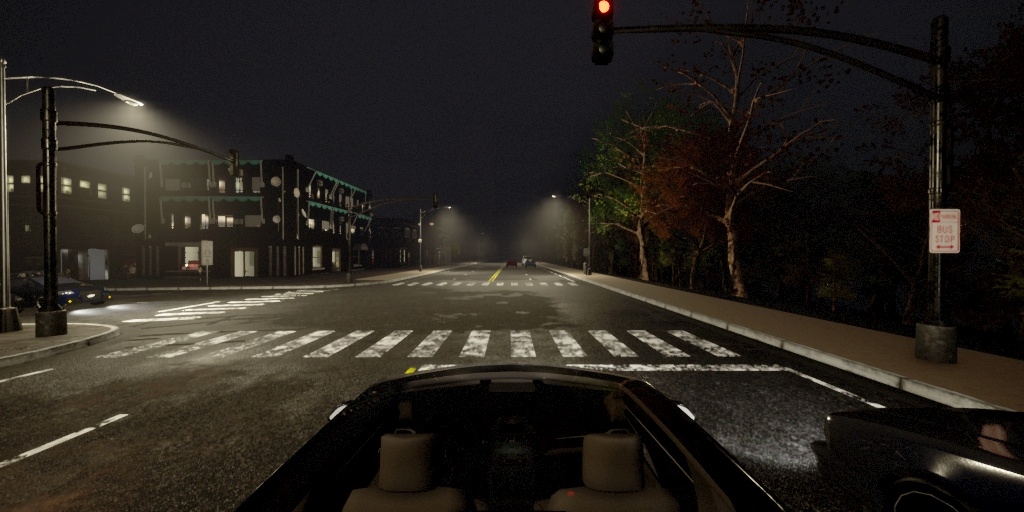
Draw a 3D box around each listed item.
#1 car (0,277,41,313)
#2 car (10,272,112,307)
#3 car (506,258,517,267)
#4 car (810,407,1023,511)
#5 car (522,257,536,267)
[{"bbox_3d":[-19.969,1.565,12.514,4.313,1.339,1.948,0,0,0],"label":"car"},{"bbox_3d":[-19.861,1.535,15.220,4.181,1.385,1.994,-1,1,0],"label":"car"},{"bbox_3d":[-0.027,1.204,63.151,1.882,1.535,5.008,0,0,0],"label":"car"},{"bbox_3d":[3.354,1.298,0.401,2.033,1.411,5.357,0,0,0],"label":"car"},{"bbox_3d":[3.226,1.274,63.182,2.033,1.411,5.357,0,0,0],"label":"car"}]
